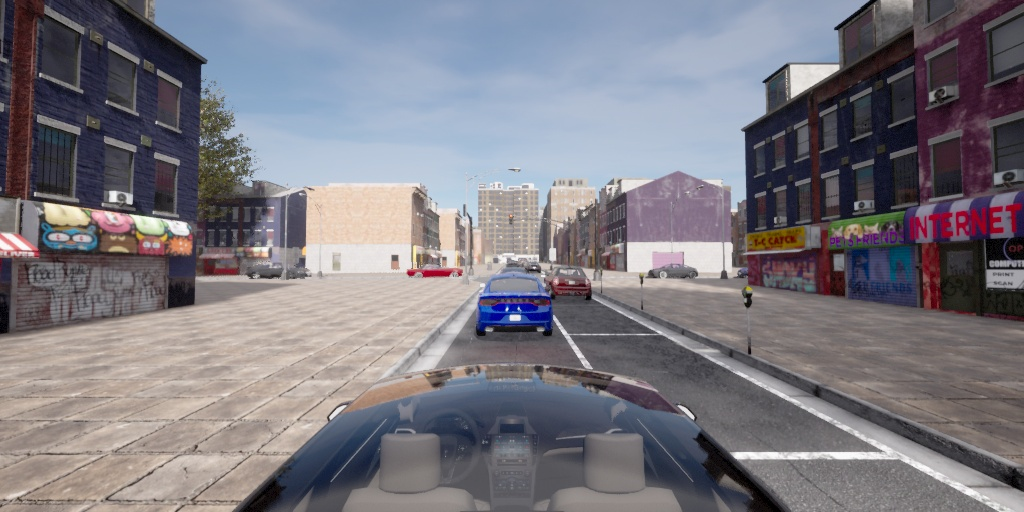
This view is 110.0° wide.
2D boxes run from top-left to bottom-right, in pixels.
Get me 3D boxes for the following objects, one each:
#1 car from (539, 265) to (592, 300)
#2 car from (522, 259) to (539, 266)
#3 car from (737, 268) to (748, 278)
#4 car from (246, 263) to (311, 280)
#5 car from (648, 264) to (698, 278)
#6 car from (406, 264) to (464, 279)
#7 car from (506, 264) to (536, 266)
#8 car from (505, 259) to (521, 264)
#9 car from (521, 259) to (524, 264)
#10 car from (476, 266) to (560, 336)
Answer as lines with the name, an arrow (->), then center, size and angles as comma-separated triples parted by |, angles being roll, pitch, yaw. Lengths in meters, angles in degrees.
car -> 2.635, 1.206, 17.822 | 1.967, 1.591, 4.097 | 0, 0, 0
car -> 2.634, 1.420, 44.566 | 1.948, 1.339, 4.313 | 0, 0, 0
car -> 23.059, 1.336, 32.599 | 4.674, 1.442, 1.812 | 0, -2, 0
car -> -19.380, 1.309, 29.922 | 4.902, 1.511, 2.128 | -1, -2, 0
car -> 14.605, 1.379, 32.653 | 4.181, 1.385, 1.994 | 0, -2, 0
car -> -6.408, 1.360, 30.377 | 4.718, 1.301, 1.895 | 0, -2, -7
car -> 0.098, 1.292, 18.022 | 1.812, 1.442, 4.674 | 0, 0, 0
car -> 0.102, 1.414, 53.552 | 1.837, 1.490, 4.892 | 0, 0, 0
car -> 2.633, 1.452, 50.002 | 1.948, 1.339, 4.313 | 0, 0, 0
car -> 0.039, 1.233, 10.497 | 1.882, 1.535, 5.008 | 0, 0, -1
